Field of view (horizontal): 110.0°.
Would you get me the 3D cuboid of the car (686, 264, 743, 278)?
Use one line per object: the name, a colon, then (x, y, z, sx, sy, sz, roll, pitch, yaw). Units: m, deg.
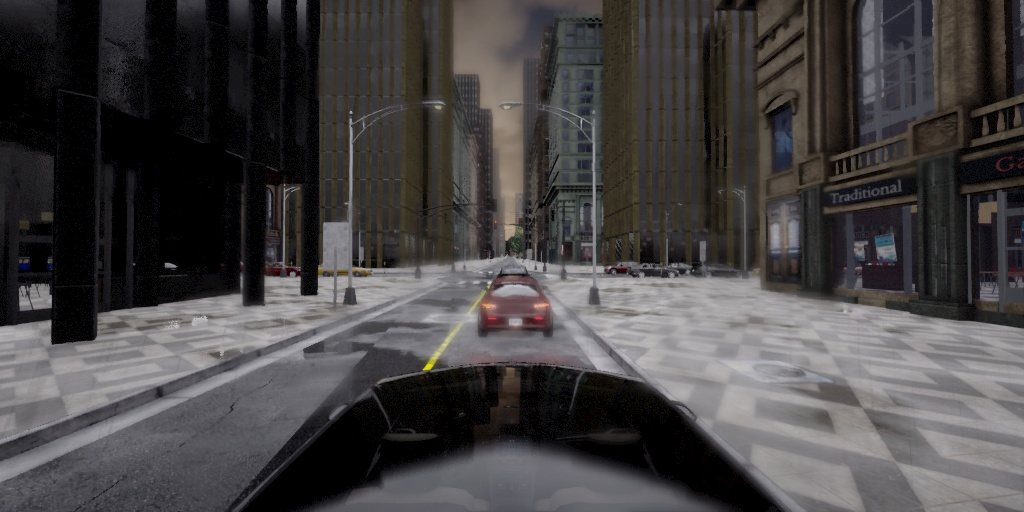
car: (17.986, 1.330, 31.410, 4.313, 1.339, 1.948, 0, 0, 0)

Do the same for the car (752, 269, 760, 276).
car: (23.823, 1.314, 31.431, 4.829, 1.417, 1.751, 0, 0, 0)

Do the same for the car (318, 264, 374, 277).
car: (-14.603, 1.188, 31.288, 4.829, 1.417, 1.751, 0, 0, 0)

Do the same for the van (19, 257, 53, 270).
van: (-41.274, 0.956, 31.188, 3.998, 1.789, 1.690, 0, 0, 0)

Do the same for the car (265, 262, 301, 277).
car: (-20.073, 1.195, 31.268, 4.507, 1.381, 1.888, 0, 0, 0)

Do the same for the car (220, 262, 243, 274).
car: (-30.973, 1.305, 39.751, 4.507, 1.381, 1.888, 0, 0, 0)

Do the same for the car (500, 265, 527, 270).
car: (0.092, 1.247, 19.394, 2.128, 1.511, 4.902, 0, 0, 0)

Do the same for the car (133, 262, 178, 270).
car: (-30.673, 1.196, 31.228, 4.313, 1.339, 1.948, 0, 0, 0)

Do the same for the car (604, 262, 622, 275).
car: (12.315, 1.313, 39.913, 4.097, 1.591, 1.967, 0, 0, 0)

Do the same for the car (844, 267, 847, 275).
car: (34.989, 1.561, 39.997, 4.207, 1.307, 1.802, 0, 0, 0)

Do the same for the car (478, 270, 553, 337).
car: (0.088, 1.278, 10.141, 1.812, 1.442, 4.674, 0, 0, 0)

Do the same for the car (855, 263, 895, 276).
car: (40.656, 1.455, 40.018, 4.097, 1.591, 1.967, 0, 0, 0)

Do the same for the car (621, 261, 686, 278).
car: (12.316, 1.294, 31.389, 4.403, 1.370, 2.007, 0, 0, 0)
